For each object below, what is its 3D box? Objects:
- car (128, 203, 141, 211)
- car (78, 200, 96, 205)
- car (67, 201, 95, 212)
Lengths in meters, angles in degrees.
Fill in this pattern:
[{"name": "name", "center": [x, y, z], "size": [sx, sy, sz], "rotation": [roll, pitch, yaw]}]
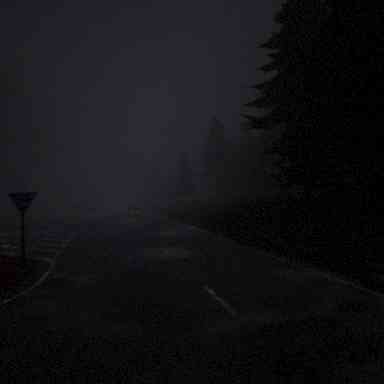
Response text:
[{"name": "car", "center": [-9.640, 2.525, 55.737], "size": [1.895, 1.301, 4.718], "rotation": [-1, -1, -14]}, {"name": "car", "center": [-28.246, 3.231, 90.291], "size": [3.988, 1.617, 1.851], "rotation": [-1, -1, -15]}, {"name": "car", "center": [-19.741, 2.732, 58.397], "size": [4.181, 1.381, 1.994], "rotation": [-1, -1, -15]}]
